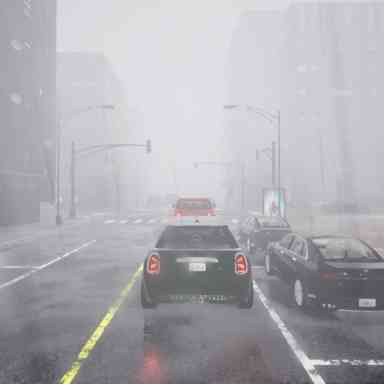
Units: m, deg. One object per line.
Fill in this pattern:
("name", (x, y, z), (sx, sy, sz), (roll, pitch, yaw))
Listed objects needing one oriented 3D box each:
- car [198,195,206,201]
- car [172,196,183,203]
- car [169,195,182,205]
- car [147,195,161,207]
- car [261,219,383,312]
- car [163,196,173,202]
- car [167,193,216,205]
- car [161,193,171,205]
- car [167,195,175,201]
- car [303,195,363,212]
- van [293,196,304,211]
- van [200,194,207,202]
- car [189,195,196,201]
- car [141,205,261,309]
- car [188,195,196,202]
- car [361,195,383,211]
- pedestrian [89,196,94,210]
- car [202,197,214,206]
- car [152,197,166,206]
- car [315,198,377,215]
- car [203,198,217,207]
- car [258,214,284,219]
("car", (2.734, 1.579, 90.304), (1.887, 1.381, 4.507), (1, 0, 0))
("car", (-2.974, 1.551, 70.639), (2.128, 1.511, 4.902), (0, 0, 0))
("car", (-3.046, 1.373, 60.569), (2.097, 1.767, 4.553), (0, 0, 0))
("car", (-5.656, 1.332, 51.350), (2.192, 1.841, 5.009), (1, 0, 0))
("car", (2.834, 1.553, 7.544), (2.008, 1.369, 4.403), (1, 0, 0))
("car", (-5.650, 1.595, 79.205), (1.947, 1.339, 4.313), (1, 0, 0))
("car", (0.094, 1.227, 17.513), (2.150, 2.045, 5.566), (0, 0, 0))
("car", (-3.102, 1.239, 51.000), (2.150, 2.045, 5.566), (0, 0, 0))
("car", (-5.646, 1.600, 90.347), (1.947, 1.339, 4.313), (1, 0, 0))
("car", (15.002, 1.384, 35.520), (5.008, 1.535, 1.882), (0, -1, 2))
("van", (13.778, 1.295, 38.123), (3.998, 1.788, 1.690), (0, 0, 0))
("van", (2.733, 1.370, 79.163), (1.690, 1.788, 3.998), (1, 0, 0))
("car", (0.033, 1.535, 90.485), (1.837, 1.490, 4.892), (0, 0, 0))
("car", (0.104, 1.354, 8.042), (2.097, 1.767, 4.553), (0, 0, 0))
("car", (0.028, 1.505, 75.080), (1.882, 1.535, 5.008), (0, 0, 0))
("car", (19.305, 1.227, 38.081), (5.009, 1.841, 2.192), (0, 0, 0))
("pedestrian", (-12.513, 1.346, 41.277), (0.375, 1.860, 0.375), (0, 0, 0))
("car", (2.722, 1.602, 56.877), (1.802, 1.307, 4.206), (1, 0, 0))
("car", (-5.658, 1.564, 56.921), (1.887, 1.381, 4.507), (1, 0, 0))
("car", (13.714, 1.412, 29.741), (4.206, 1.307, 1.802), (0, 0, 0))
("car", (2.720, 1.583, 51.307), (1.947, 1.339, 4.313), (1, 0, 0))
("car", (2.835, 1.554, 13.114), (2.008, 1.369, 4.403), (1, 0, 0))
